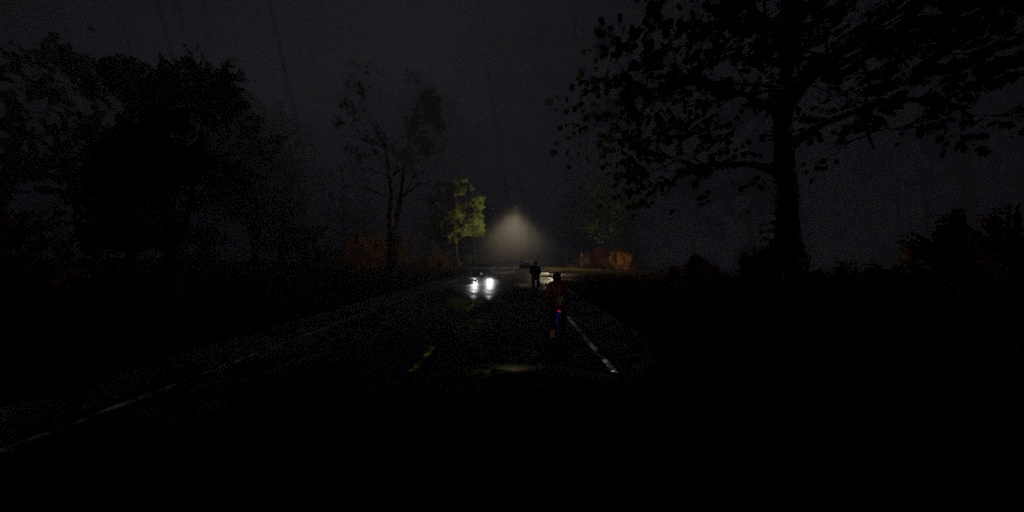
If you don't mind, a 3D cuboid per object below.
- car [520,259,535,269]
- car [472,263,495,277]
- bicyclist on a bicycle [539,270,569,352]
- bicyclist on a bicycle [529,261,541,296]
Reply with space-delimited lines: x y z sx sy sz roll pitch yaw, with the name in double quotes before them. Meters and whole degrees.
"car" 2.331 1.432 59.488 1.994 1.385 4.181 0 0 4
"car" -2.790 1.381 35.898 1.895 1.301 4.718 0 0 3
"bicyclist on a bicycle" 1.014 1.203 7.965 0.582 1.620 1.656 0 0 1
"bicyclist on a bicycle" 1.178 1.129 18.097 0.659 1.776 1.843 0 0 1
